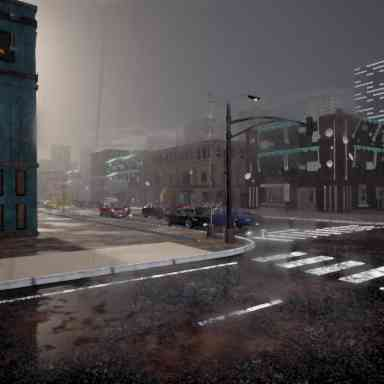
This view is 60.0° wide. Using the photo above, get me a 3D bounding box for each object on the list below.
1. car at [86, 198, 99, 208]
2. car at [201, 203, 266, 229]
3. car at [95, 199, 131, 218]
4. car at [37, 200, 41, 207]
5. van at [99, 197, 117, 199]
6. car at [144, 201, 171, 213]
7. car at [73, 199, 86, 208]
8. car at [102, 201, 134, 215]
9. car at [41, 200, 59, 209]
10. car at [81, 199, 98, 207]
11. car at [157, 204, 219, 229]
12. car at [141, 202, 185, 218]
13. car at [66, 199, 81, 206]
[{"bbox_3d":[-17.520,1.940,62.595,2.192,1.841,5.009,-1,0,-35],"label":"car"},{"bbox_3d":[2.782,1.750,23.990,2.033,1.411,5.357,-1,0,-34],"label":"car"},{"bbox_3d":[-8.324,1.847,35.177,1.967,1.590,4.097,-1,0,-35],"label":"car"},{"bbox_3d":[-30.756,2.376,66.768,2.008,1.369,4.403,-1,0,-35],"label":"car"},{"bbox_3d":[-14.314,1.907,58.082,1.690,1.788,3.998,-1,0,-35],"label":"van"},{"bbox_3d":[-4.693,1.966,44.544,1.802,1.307,4.206,-2,0,-35],"label":"car"},{"bbox_3d":[-20.457,2.192,62.280,1.812,1.442,4.674,-1,0,-35],"label":"car"},{"bbox_3d":[-9.199,1.930,40.916,2.128,1.511,4.902,-1,0,-35],"label":"car"},{"bbox_3d":[-24.248,2.233,57.603,1.752,1.417,4.829,-1,0,-35],"label":"car"},{"bbox_3d":[-20.719,2.228,67.108,1.887,1.381,4.507,-1,0,-35],"label":"car"},{"bbox_3d":[-0.385,1.815,23.793,1.947,1.339,4.313,-1,0,-35],"label":"car"},{"bbox_3d":[-3.198,1.813,32.451,2.128,1.511,4.902,-1,0,-35],"label":"car"},{"bbox_3d":[-27.129,2.364,76.135,1.947,1.339,4.313,-1,0,-35],"label":"car"}]
